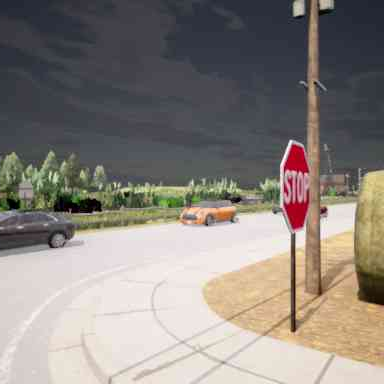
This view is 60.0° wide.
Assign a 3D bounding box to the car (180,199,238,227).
[{"bbox_3d":[1.191,1.310,22.536,2.097,1.767,4.553,0,0,38],"label":"car"}]

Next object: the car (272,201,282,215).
[{"bbox_3d":[9.645,1.465,33.257,1.837,1.490,4.892,0,0,38],"label":"car"}]

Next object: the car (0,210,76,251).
[{"bbox_3d":[-6.753,1.464,12.343,1.837,1.490,4.892,0,0,37],"label":"car"}]

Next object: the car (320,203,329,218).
[{"bbox_3d":[9.700,1.439,27.353,1.882,1.535,5.008,0,0,38],"label":"car"}]
